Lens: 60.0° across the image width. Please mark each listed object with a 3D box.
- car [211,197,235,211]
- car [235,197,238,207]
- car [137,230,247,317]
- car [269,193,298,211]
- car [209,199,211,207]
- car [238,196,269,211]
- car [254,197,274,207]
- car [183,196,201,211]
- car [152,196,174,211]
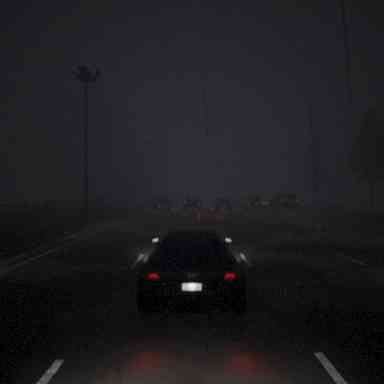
[{"bbox_3d":[3.498,1.388,38.624,1.837,1.490,4.892,0,0,0],"label":"car"},{"bbox_3d":[6.990,1.404,48.160,2.033,1.411,5.357,0,0,0],"label":"car"},{"bbox_3d":[-0.002,1.541,7.538,1.994,1.385,4.181,0,0,0],"label":"car"},{"bbox_3d":[10.499,1.108,38.336,2.150,2.045,5.566,0,0,0],"label":"car"},{"bbox_3d":[3.494,1.455,48.894,1.895,1.301,4.718,0,0,0],"label":"car"},{"bbox_3d":[6.998,1.238,38.419,2.097,1.767,4.553,0,0,0],"label":"car"},{"bbox_3d":[10.494,1.455,48.871,1.895,1.301,4.718,0,0,0],"label":"car"},{"bbox_3d":[0.001,1.237,38.859,2.097,1.767,4.553,0,0,0],"label":"car"},{"bbox_3d":[-3.500,1.388,38.753,1.837,1.490,4.892,0,0,0],"label":"car"}]
